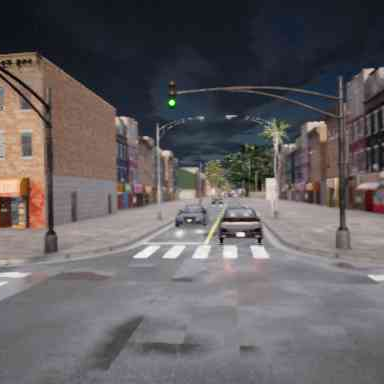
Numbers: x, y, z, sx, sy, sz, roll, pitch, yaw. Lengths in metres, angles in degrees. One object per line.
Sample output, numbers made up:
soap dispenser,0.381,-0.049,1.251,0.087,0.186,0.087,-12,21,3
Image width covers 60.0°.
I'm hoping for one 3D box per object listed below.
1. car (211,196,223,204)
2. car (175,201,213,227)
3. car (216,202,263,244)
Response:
car,4.377,1.471,57.393,2.033,1.411,5.357,-1,0,6
car,0.074,1.553,22.469,1.994,1.385,4.181,-1,0,7
car,2.193,1.443,15.407,2.128,1.511,4.902,-1,0,7
